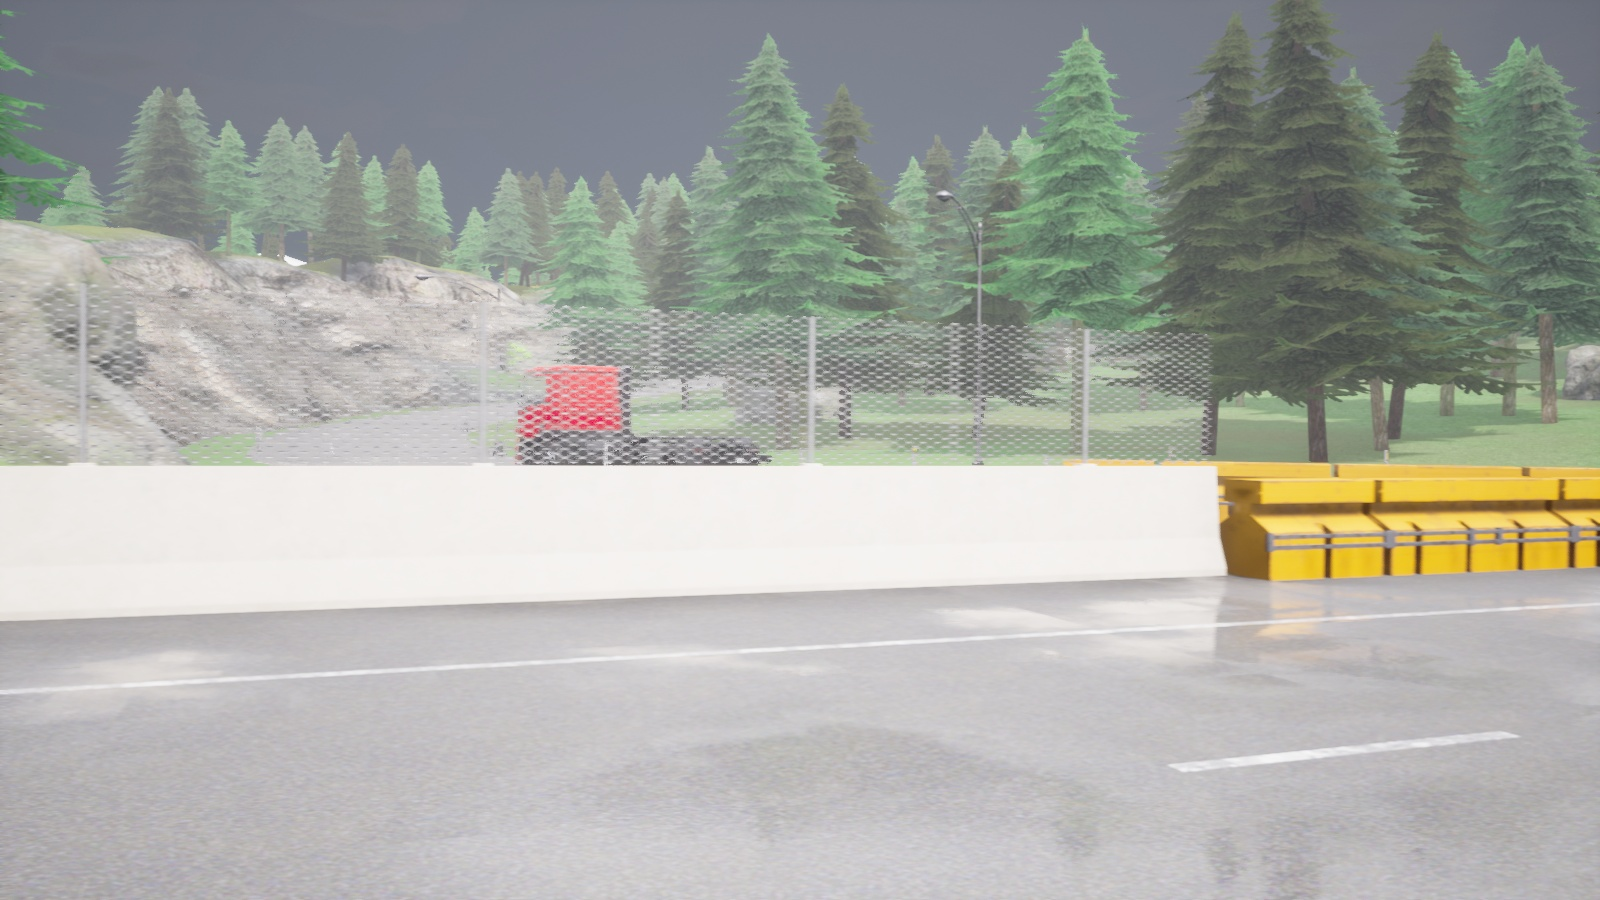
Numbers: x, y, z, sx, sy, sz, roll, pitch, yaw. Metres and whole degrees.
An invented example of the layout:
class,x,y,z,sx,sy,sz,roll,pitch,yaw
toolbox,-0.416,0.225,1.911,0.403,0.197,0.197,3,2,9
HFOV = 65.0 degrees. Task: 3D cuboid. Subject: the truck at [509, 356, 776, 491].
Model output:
class,x,y,z,sx,sy,sz,roll,pitch,yaw
truck,-4.659,-0.719,35.947,7.936,3.462,2.891,0,1,39
